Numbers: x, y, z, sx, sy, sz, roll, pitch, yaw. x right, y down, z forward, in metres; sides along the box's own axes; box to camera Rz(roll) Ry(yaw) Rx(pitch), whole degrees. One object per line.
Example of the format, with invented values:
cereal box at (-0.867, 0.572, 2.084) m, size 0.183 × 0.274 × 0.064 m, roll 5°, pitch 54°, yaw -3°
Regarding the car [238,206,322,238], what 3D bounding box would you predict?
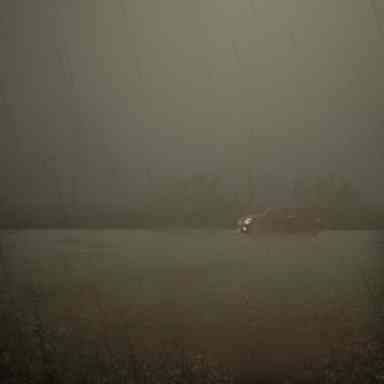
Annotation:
car at (4.958, 1.624, 19.262) m, size 4.553 × 1.767 × 2.097 m, roll 0°, pitch -1°, yaw -1°
